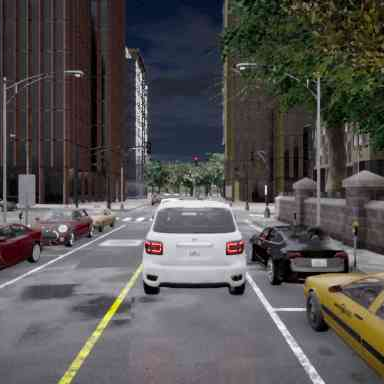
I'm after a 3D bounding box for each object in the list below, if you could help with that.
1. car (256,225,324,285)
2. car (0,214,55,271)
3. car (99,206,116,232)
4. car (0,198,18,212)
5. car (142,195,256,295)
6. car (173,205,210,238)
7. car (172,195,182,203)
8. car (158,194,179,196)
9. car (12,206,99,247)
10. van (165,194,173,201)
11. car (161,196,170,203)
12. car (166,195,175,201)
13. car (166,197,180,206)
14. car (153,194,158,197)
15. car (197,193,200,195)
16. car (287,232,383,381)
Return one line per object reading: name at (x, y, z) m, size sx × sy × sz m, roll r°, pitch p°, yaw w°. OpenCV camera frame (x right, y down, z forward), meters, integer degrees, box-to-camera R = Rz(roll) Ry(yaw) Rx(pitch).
car at (2.750, 1.566, 9.274) m, size 1.947 × 1.339 × 4.313 m, roll 0°, pitch 0°, yaw 0°
car at (-5.775, 1.545, 9.262) m, size 1.887 × 1.381 × 4.507 m, roll 0°, pitch 0°, yaw 0°
car at (-5.787, 1.527, 20.006) m, size 1.752 × 1.417 × 4.829 m, roll 0°, pitch 0°, yaw 0°
car at (-19.176, 1.160, 31.618) m, size 4.892 × 1.490 × 1.837 m, roll 1°, pitch 0°, yaw 0°
car at (0.056, 1.222, 8.863) m, size 2.150 × 2.045 × 5.566 m, roll 0°, pitch 0°, yaw 0°
car at (0.003, 1.527, 18.508) m, size 1.812 × 1.442 × 4.674 m, roll 0°, pitch 0°, yaw 0°
car at (-3.079, 1.499, 70.606) m, size 1.882 × 1.535 × 5.008 m, roll 0°, pitch 0°, yaw 0°
car at (-2.423, 1.220, 39.761) m, size 2.150 × 2.045 × 5.566 m, roll 0°, pitch -1°, yaw -11°
car at (-5.781, 1.441, 14.720) m, size 1.967 × 1.590 × 4.097 m, roll 0°, pitch 0°, yaw 0°
van at (-5.858, 1.371, 84.772) m, size 1.690 × 1.788 × 3.998 m, roll 0°, pitch 0°, yaw 0°
car at (-5.846, 1.548, 73.727) m, size 1.752 × 1.417 × 4.829 m, roll 0°, pitch 0°, yaw 0°
car at (-5.864, 1.585, 90.210) m, size 2.008 × 1.369 × 4.403 m, roll 0°, pitch 0°, yaw 0°
car at (-3.150, 1.576, 55.514) m, size 1.994 × 1.385 × 4.181 m, roll 0°, pitch 0°, yaw 0°
car at (-5.828, 1.329, 57.584) m, size 2.192 × 1.841 × 5.009 m, roll 0°, pitch 0°, yaw 0°
car at (2.673, 1.571, 79.344) m, size 1.887 × 1.381 × 4.507 m, roll 0°, pitch 0°, yaw 0°
car at (2.756, 1.525, 3.987) m, size 1.752 × 1.417 × 4.829 m, roll 0°, pitch 0°, yaw 0°
